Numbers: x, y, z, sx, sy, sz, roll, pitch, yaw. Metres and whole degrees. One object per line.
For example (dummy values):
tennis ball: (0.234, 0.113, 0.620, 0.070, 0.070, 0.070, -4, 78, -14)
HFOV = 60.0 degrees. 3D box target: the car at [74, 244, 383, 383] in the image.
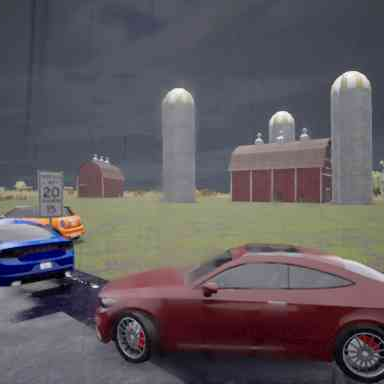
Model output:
car: (0.907, 1.534, 4.976, 4.674, 1.442, 1.812, 0, 0, 9)

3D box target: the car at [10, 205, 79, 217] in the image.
car: (-7.258, 1.369, 14.727, 4.553, 1.767, 2.097, 0, 0, 7)

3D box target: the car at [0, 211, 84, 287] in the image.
car: (-5.101, 1.481, 8.975, 5.008, 1.535, 1.882, 0, 0, 41)
